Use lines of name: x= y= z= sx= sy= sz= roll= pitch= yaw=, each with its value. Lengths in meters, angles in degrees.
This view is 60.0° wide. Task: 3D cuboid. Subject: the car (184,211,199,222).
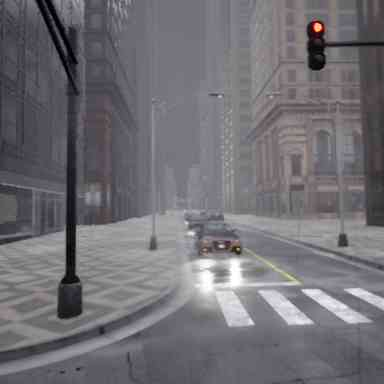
car: x=-0.155 y=3.689 z=50.858 sx=2.033 sy=1.411 sz=5.357 roll=-1 pitch=-2 yaw=-2

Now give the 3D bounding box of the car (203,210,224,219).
car: x=3.137 y=3.229 z=46.254 sx=2.097 sy=1.767 sz=4.553 roll=-1 pitch=-2 yaw=-3

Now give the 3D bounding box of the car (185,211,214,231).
car: x=0.544 y=2.853 z=31.810 sx=2.033 sy=1.411 sz=5.357 roll=-1 pitch=-2 yaw=-2

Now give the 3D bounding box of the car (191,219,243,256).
car: x=1.196 y=2.221 z=16.213 sx=1.994 sy=1.385 sz=4.181 roll=-1 pitch=-2 yaw=-2
